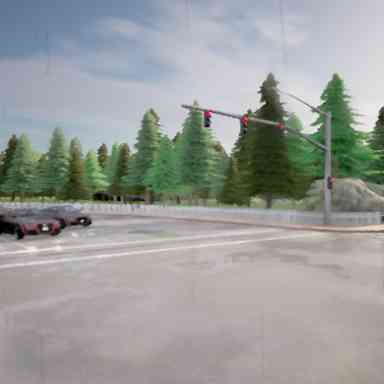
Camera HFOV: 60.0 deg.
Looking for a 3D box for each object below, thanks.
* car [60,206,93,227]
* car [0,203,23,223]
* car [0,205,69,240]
[{"bbox_3d":[-8.469,1.619,21.858,4.181,1.385,1.994,0,0,35],"label":"car"},{"bbox_3d":[-16.317,1.583,26.555,5.357,1.411,2.033,0,0,24],"label":"car"},{"bbox_3d":[-8.590,1.586,17.355,4.181,1.385,1.994,0,-1,40],"label":"car"}]
